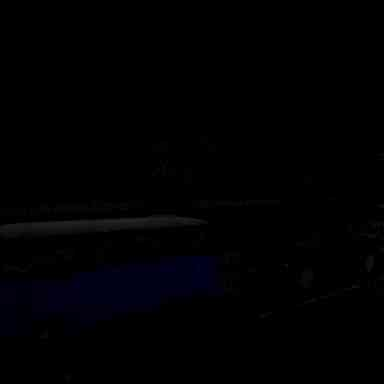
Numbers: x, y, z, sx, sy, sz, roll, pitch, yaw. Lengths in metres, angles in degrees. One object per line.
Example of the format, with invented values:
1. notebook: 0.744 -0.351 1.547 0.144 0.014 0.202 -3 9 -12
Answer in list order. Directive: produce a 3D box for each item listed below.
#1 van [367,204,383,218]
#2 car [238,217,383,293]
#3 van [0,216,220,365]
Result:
1. van: 7.818 1.314 12.107 3.998 1.788 1.690 0 0 -35
2. car: 3.211 1.530 8.823 4.507 1.381 1.887 0 0 -35
3. van: -1.397 1.338 5.539 3.998 1.788 1.690 0 0 -35
